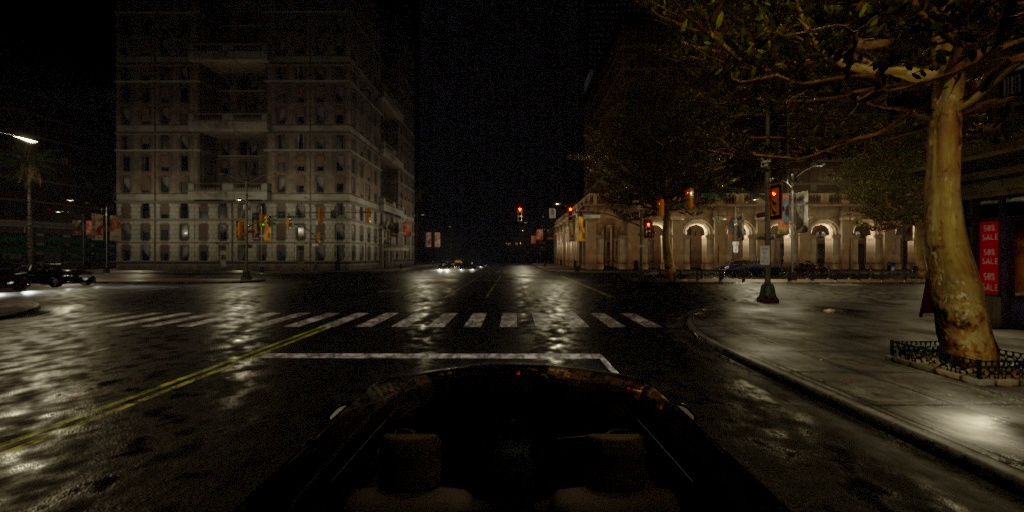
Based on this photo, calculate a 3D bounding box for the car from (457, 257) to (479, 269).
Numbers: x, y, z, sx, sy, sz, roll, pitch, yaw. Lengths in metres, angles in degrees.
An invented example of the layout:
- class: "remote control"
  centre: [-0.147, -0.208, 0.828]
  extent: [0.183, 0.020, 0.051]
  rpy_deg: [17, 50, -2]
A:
- class: "car"
  centre: [-6.916, 1.097, 56.804]
  extent: [2.097, 1.767, 4.553]
  rpy_deg: [0, 0, 1]

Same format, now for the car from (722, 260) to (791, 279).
- class: "car"
  centre: [21.157, 1.311, 31.171]
  extent: [4.181, 1.385, 1.994]
  rpy_deg: [0, 0, 0]

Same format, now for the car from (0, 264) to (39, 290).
- class: "car"
  centre: [-29.793, 1.312, 19.910]
  extent: [4.181, 1.385, 1.994]
  rpy_deg: [0, 0, 1]

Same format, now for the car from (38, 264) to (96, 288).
- class: "car"
  centre: [-30.233, 1.240, 23.421]
  extent: [4.902, 1.511, 2.128]
  rpy_deg: [0, 0, 1]

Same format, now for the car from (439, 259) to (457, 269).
- class: "car"
  centre: [-10.412, 1.236, 57.249]
  extent: [2.128, 1.511, 4.902]
  rpy_deg: [0, 0, 1]

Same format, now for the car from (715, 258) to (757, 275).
- class: "car"
  centre: [22.197, 1.099, 34.663]
  extent: [4.553, 1.767, 2.097]
  rpy_deg: [0, 0, 0]
